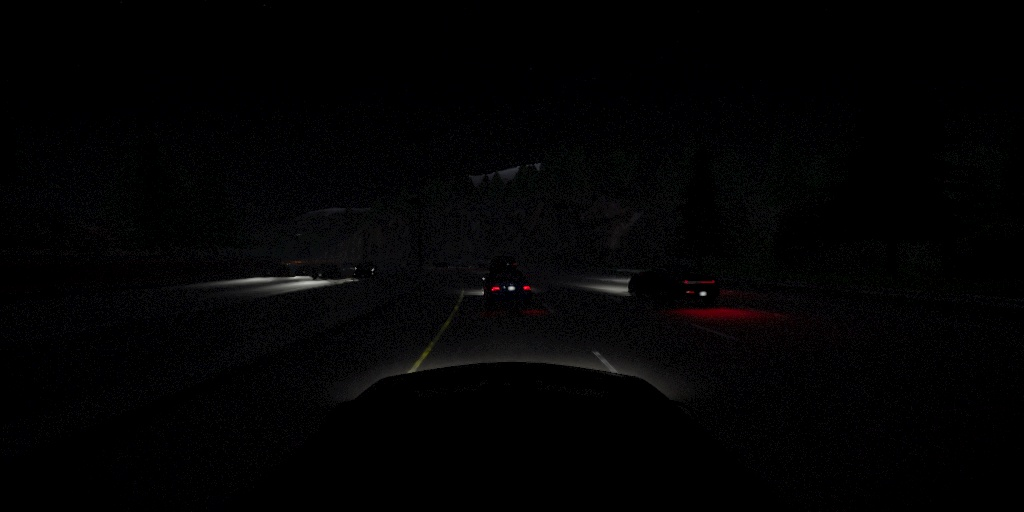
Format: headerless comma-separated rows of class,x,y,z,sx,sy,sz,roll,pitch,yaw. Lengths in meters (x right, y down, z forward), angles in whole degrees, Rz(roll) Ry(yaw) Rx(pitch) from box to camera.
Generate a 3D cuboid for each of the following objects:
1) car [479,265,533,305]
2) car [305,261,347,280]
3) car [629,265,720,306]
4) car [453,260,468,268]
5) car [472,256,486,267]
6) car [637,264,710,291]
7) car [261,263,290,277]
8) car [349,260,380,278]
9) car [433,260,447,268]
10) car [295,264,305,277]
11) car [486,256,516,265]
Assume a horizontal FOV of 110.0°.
car,-0.305,1.299,16.210,2.033,1.411,5.357,-1,0,-7
car,-18.114,1.475,35.171,2.128,1.511,4.902,-1,0,-14
car,6.667,1.154,15.310,2.128,1.511,4.902,-1,0,-5
car,-9.184,1.392,64.106,1.812,1.442,4.674,-1,0,-23
car,-5.399,1.038,64.338,2.150,2.045,5.566,0,0,-23
car,9.655,1.223,21.926,1.895,1.301,4.718,-1,0,-8
car,-26.982,1.591,41.100,2.128,1.511,4.902,-1,0,-17
car,-14.919,1.294,36.815,2.097,1.767,4.553,-1,0,-14
car,-12.845,1.440,63.705,1.812,1.442,4.674,-1,0,-23
car,-23.362,1.617,41.222,1.994,1.385,4.181,-1,0,-16
car,-1.108,0.983,41.019,2.150,2.045,5.566,0,0,-15
